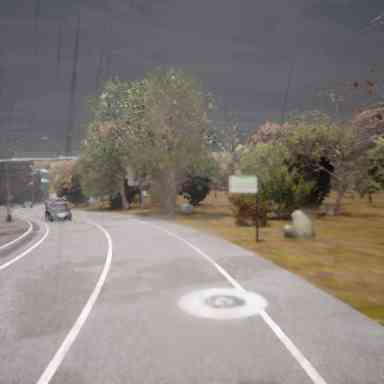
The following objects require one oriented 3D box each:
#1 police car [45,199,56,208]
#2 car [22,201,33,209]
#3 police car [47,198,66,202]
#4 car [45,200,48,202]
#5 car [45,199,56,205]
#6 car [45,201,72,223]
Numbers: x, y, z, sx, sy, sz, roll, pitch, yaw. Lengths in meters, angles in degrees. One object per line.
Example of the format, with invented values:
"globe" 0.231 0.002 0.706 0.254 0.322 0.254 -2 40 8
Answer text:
"police car" -28.518 2.351 67.024 1.930 1.638 5.238 -3 0 -24
"car" -33.263 2.564 67.440 2.128 1.511 4.902 -3 1 -24
"police car" -21.271 2.121 53.074 1.930 1.638 5.238 -3 1 -31
"car" -25.964 2.380 61.592 1.812 1.442 4.674 -3 0 -27
"car" -35.146 2.548 82.826 1.895 1.301 4.718 -2 0 -15
"car" -12.329 1.913 30.613 2.128 1.511 4.902 -3 0 -30
